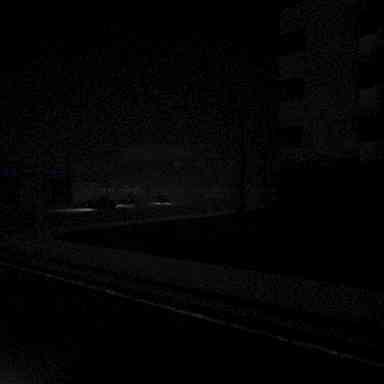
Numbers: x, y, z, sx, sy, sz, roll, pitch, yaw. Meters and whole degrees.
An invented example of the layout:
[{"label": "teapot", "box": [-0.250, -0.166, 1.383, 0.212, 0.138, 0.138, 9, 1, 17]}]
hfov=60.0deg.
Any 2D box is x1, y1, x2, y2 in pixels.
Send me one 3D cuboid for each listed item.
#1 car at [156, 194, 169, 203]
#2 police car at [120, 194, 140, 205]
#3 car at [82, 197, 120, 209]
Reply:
[{"label": "car", "box": [-5.293, 1.210, 60.339, 1.837, 1.490, 4.892, 0, 0, 2]}, {"label": "police car", "box": [-9.825, 1.123, 52.384, 1.930, 1.638, 5.238, 0, 0, 13]}, {"label": "car", "box": [-11.207, 1.309, 40.277, 1.994, 1.385, 4.181, 1, 0, 29]}]
